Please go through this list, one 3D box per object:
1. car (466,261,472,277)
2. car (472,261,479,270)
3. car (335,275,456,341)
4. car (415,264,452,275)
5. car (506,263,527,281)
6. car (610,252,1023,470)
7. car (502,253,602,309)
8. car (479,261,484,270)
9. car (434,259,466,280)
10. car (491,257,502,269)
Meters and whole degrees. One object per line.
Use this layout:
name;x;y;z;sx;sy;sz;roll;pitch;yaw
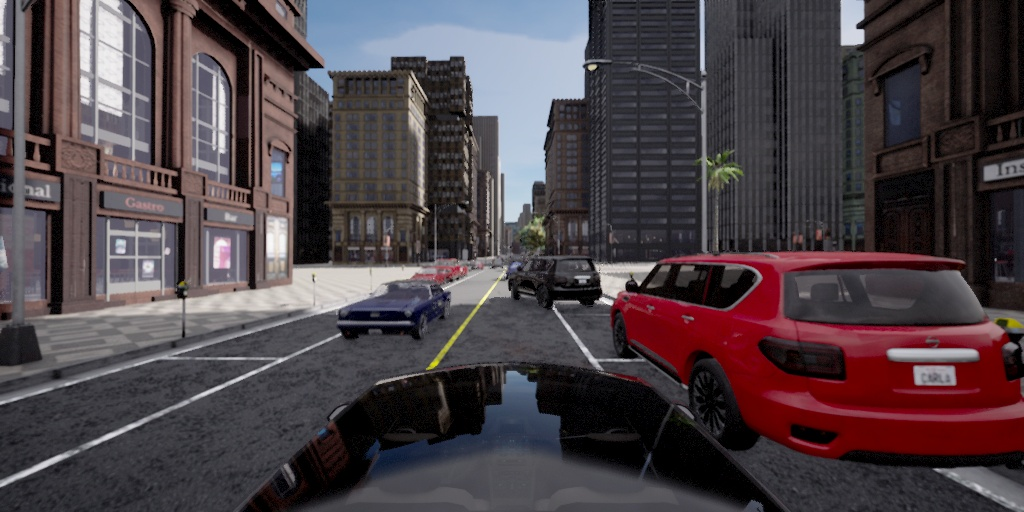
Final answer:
car;-5.395;1.287;34.671;1.967;1.591;4.097;0;0;1
car;-6.973;1.251;48.101;4.403;1.370;2.007;0;0;-8
car;-3.009;1.378;10.133;1.895;1.301;4.718;0;0;1
car;-5.514;1.403;24.069;1.802;1.307;4.207;0;0;1
car;0.426;1.370;32.696;1.812;1.442;4.674;0;0;1
car;3.144;0.983;5.324;2.150;2.045;5.566;0;0;1
car;1.632;1.018;15.520;2.150;2.045;5.566;-1;0;-20
car;-5.178;1.446;54.000;1.802;1.307;4.207;0;0;1
car;-5.455;1.151;29.369;2.192;1.841;5.009;0;0;1
car;-2.362;1.372;59.591;1.837;1.490;4.892;0;0;1
